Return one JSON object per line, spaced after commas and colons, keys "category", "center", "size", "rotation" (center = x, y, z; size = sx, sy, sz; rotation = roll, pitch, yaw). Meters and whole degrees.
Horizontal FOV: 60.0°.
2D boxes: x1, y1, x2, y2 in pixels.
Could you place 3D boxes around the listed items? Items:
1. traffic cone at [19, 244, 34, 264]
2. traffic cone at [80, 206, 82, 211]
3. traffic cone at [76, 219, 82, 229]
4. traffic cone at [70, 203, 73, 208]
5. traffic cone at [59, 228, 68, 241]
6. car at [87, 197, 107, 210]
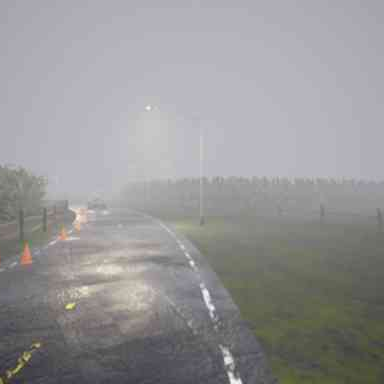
{"category": "traffic cone", "center": [-5.279, 1.956, 10.630], "size": [0.340, 0.580, 0.340], "rotation": [0, 0, -7]}
{"category": "traffic cone", "center": [-11.056, 1.933, 34.271], "size": [0.340, 0.580, 0.340], "rotation": [0, 0, -21]}
{"category": "traffic cone", "center": [-6.896, 1.944, 20.250], "size": [0.340, 0.580, 0.340], "rotation": [0, 0, -12]}
{"category": "traffic cone", "center": [-17.216, 1.927, 47.535], "size": [0.340, 0.580, 0.340], "rotation": [0, 0, -29]}
{"category": "traffic cone", "center": [-5.970, 1.950, 15.460], "size": [0.340, 0.580, 0.340], "rotation": [0, 0, -10]}
{"category": "car", "center": [-11.943, 1.466, 41.745], "size": [1.837, 1.490, 4.892], "rotation": [0, 0, -25]}
